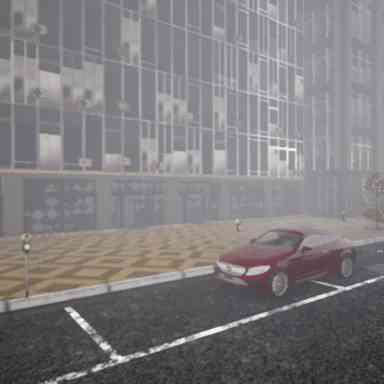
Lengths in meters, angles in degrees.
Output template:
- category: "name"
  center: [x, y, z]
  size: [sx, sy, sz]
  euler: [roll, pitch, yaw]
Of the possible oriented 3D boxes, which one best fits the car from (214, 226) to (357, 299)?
- category: "car"
  center: [2.480, 1.554, 8.328]
  size: [4.206, 1.307, 1.802]
  euler: [0, 0, -35]
